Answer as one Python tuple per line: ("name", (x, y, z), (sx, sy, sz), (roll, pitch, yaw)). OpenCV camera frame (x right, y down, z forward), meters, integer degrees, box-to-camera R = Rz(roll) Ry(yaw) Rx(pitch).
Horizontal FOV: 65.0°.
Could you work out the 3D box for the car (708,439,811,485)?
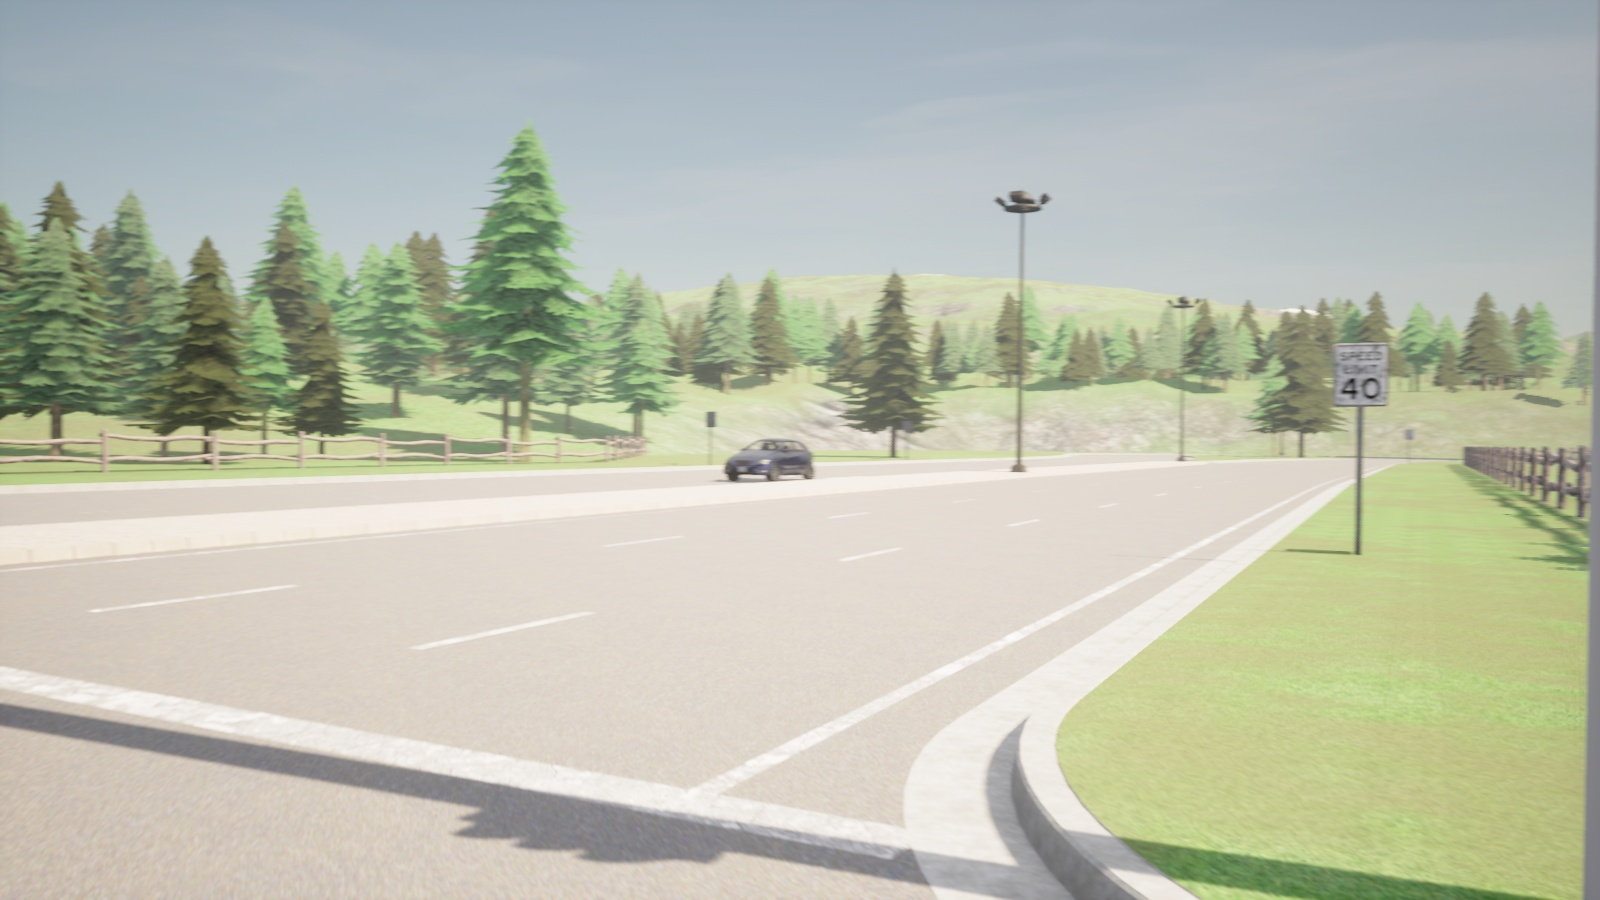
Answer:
("car", (-1.319, 0.371, 42.816), (1.816, 1.474, 4.193), (0, 1, 25))
